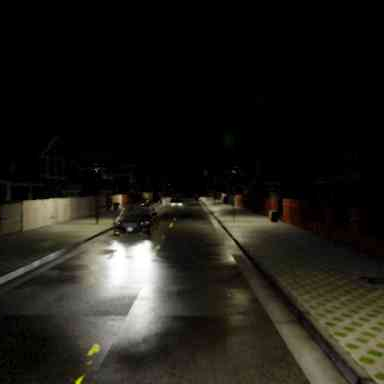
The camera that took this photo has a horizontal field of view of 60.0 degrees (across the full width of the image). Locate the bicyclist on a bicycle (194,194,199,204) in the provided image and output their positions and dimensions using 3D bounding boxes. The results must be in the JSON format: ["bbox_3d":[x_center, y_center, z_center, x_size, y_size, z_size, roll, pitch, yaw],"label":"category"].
[{"bbox_3d":[0.818,1.161,56.538,0.866,1.612,1.509,0,0,0],"label":"bicyclist on a bicycle"}]

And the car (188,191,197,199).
[{"bbox_3d":[0.097,0.682,83.090,2.150,2.045,5.566,0,0,0],"label":"car"}]

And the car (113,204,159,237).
[{"bbox_3d":[-2.830,1.416,17.600,2.128,1.511,4.902,0,0,0],"label":"car"}]

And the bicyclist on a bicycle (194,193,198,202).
[{"bbox_3d":[0.828,1.109,65.538,0.866,1.612,1.509,0,0,0],"label":"bicyclist on a bicycle"}]

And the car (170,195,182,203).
[{"bbox_3d":[-2.733,1.276,58.648,1.994,1.385,4.181,0,0,1],"label":"car"}]
